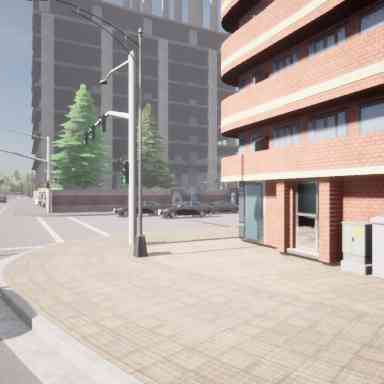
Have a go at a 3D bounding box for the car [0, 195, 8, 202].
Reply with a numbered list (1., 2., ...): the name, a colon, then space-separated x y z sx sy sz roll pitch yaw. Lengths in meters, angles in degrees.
1. car: -42.553 1.500 74.788 1.837 1.490 4.892 0 0 -27

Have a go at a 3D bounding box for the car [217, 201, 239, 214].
1. car: 2.998 1.619 35.541 4.181 1.385 1.994 0 0 -27

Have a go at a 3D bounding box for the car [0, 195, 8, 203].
1. car: -38.018 1.595 65.938 1.895 1.301 4.718 0 0 -27

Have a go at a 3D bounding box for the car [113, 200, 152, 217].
1. car: -4.962 1.547 31.531 4.902 1.511 2.128 0 0 -27

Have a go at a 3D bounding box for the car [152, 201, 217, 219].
1. car: -0.654 1.547 29.781 4.902 1.511 2.128 0 0 -27
